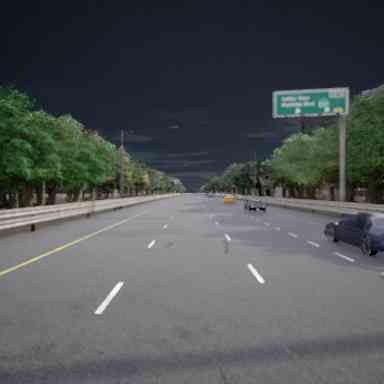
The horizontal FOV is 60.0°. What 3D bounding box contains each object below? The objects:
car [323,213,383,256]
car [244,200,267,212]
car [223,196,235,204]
[{"bbox_3d":[7.009,1.545,12.981,2.033,1.411,5.357,0,0,0],"label":"car"},{"bbox_3d":[7.049,1.585,37.743,1.895,1.301,4.718,0,0,0],"label":"car"},{"bbox_3d":[7.092,1.452,64.274,1.882,1.535,5.008,0,0,0],"label":"car"}]
